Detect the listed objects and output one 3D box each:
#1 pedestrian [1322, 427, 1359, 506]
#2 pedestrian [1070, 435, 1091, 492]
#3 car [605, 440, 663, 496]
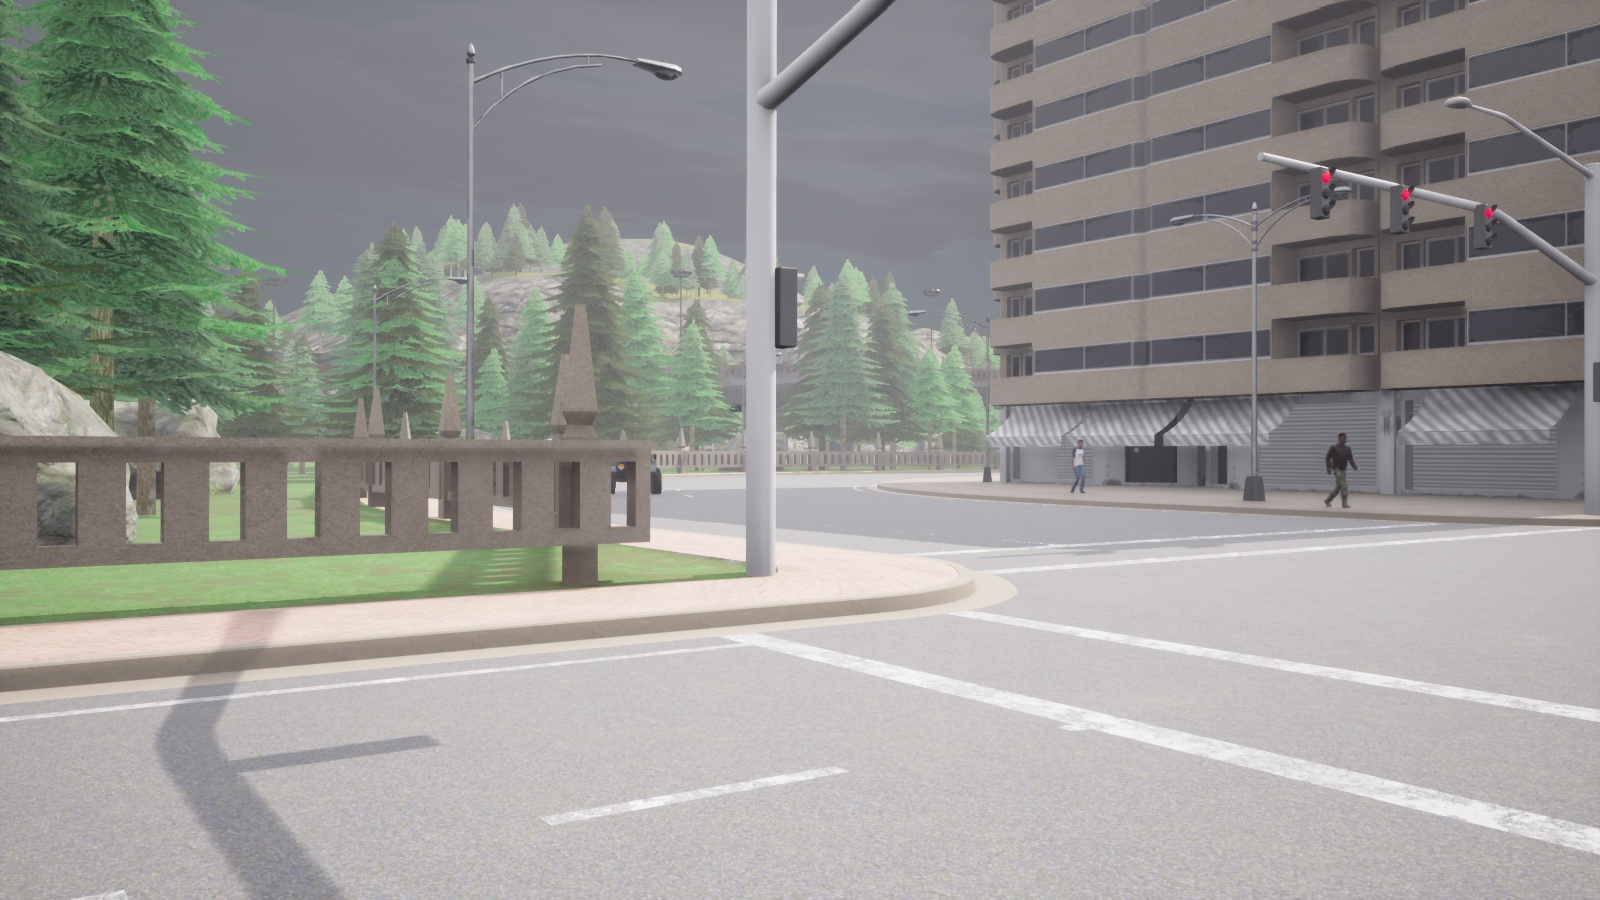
[{"bbox_3d":[12.693,0.389,29.499,0.431,1.840,0.703,0,0,-19],"label":"pedestrian"},{"bbox_3d":[9.100,0.423,40.739,0.354,1.836,0.706,0,0,-18],"label":"pedestrian"},{"bbox_3d":[-5.834,0.605,43.784,1.905,1.878,3.866,0,0,-9],"label":"car"}]
